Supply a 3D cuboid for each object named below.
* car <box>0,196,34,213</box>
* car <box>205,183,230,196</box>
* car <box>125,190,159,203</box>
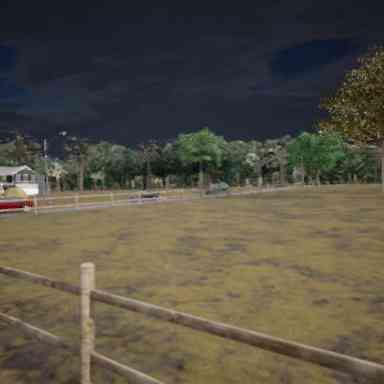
[{"bbox_3d":[-16.019,1.118,28.144,1.882,1.535,5.008,-3,1,36],"label":"car"},{"bbox_3d":[4.390,-0.404,56.652,2.150,2.045,5.566,-3,1,36],"label":"car"},{"bbox_3d":[-6.262,0.497,41.838,1.837,1.490,4.892,-3,1,36],"label":"car"}]
